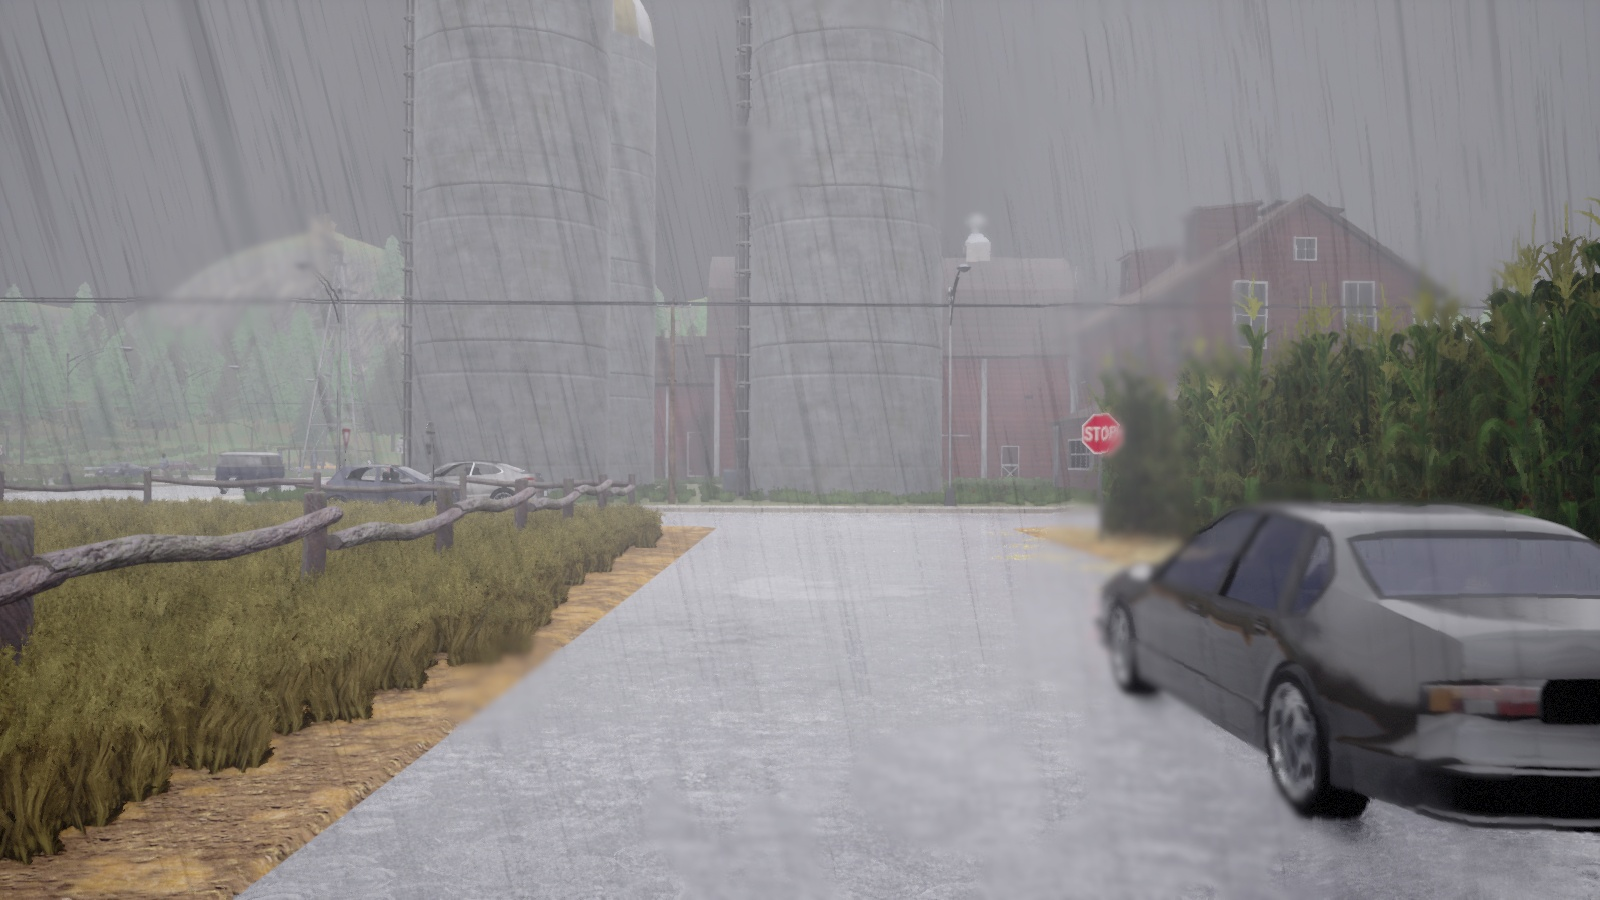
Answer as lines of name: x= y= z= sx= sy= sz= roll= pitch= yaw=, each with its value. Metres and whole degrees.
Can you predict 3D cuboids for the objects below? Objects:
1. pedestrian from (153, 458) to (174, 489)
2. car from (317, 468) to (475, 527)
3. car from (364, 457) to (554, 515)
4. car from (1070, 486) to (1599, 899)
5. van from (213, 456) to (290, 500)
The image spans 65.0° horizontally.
pedestrian: x=-38.231 y=1.392 z=75.431 sx=0.874 sy=1.855 sz=0.900 roll=0 pitch=-1 yaw=-2
car: x=-10.764 y=1.251 z=33.654 sx=3.633 sy=1.501 sz=1.845 roll=0 pitch=-1 yaw=0
car: x=-9.997 y=1.045 z=37.124 sx=5.027 sy=1.651 sz=2.152 roll=0 pitch=-1 yaw=1
car: x=3.114 y=0.957 z=7.065 sx=2.033 sy=1.411 sz=5.357 roll=0 pitch=-1 yaw=0
van: x=-25.992 y=1.294 z=59.680 sx=1.775 sy=1.987 sz=4.442 roll=0 pitch=-1 yaw=-1
